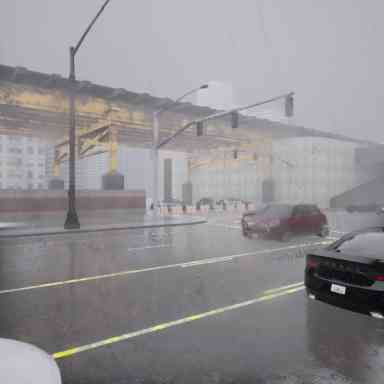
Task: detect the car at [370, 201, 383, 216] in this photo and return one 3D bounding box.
[{"bbox_3d":[19.028,1.492,31.111,4.902,1.511,2.128,0,0,-41],"label":"car"}]

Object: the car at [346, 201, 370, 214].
[{"bbox_3d":[18.005,1.601,34.865,4.718,1.301,1.895,0,0,-40],"label":"car"}]

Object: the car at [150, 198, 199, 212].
[{"bbox_3d":[-2.039,1.453,37.225,4.974,1.542,2.038,0,0,8],"label":"car"}]

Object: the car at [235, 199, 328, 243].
[{"bbox_3d":[4.566,1.353,16.063,4.553,1.767,2.097,0,0,-37],"label":"car"}]

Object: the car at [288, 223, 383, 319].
[{"bbox_3d":[4.464,1.478,7.030,5.008,1.535,1.882,0,0,-36],"label":"car"}]

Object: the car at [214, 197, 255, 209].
[{"bbox_3d":[5.558,1.453,43.737,4.974,1.542,2.038,0,0,-7],"label":"car"}]

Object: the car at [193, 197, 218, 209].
[{"bbox_3d":[1.697,1.295,39.992,1.853,1.218,4.536,0,0,18],"label":"car"}]

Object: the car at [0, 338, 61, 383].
[{"bbox_3d":[-3.059,1.526,1.555,4.674,1.442,1.812,0,0,-36],"label":"car"}]

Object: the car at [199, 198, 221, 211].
[{"bbox_3d":[1.682,1.453,39.943,2.038,1.542,4.974,0,0,18],"label":"car"}]

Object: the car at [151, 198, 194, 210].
[{"bbox_3d":[-2.091,1.295,37.231,4.536,1.218,1.853,0,0,8],"label":"car"}]

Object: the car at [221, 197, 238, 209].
[{"bbox_3d":[5.507,1.295,43.730,4.536,1.218,1.853,0,0,-7],"label":"car"}]

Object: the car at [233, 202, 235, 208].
[{"bbox_3d":[5.188,1.491,20.906,4.902,1.511,2.128,0,0,-40],"label":"car"}]
